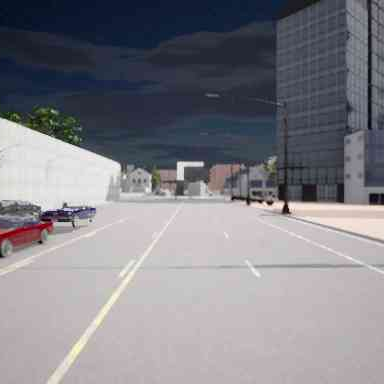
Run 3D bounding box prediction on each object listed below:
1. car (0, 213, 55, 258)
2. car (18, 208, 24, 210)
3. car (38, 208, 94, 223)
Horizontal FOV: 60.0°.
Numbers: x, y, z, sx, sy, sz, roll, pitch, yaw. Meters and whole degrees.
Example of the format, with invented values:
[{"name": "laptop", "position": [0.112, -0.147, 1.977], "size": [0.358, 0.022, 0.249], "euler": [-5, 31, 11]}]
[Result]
[{"name": "car", "position": [-7.105, 1.564, 12.720], "size": [1.895, 1.301, 4.718], "euler": [0, 0, 0]}, {"name": "car", "position": [-10.514, 1.139, 19.229], "size": [2.033, 1.411, 5.357], "euler": [0, 0, 0]}, {"name": "car", "position": [-7.014, 1.193, 19.202], "size": [1.895, 1.301, 4.718], "euler": [0, 0, 0]}]
